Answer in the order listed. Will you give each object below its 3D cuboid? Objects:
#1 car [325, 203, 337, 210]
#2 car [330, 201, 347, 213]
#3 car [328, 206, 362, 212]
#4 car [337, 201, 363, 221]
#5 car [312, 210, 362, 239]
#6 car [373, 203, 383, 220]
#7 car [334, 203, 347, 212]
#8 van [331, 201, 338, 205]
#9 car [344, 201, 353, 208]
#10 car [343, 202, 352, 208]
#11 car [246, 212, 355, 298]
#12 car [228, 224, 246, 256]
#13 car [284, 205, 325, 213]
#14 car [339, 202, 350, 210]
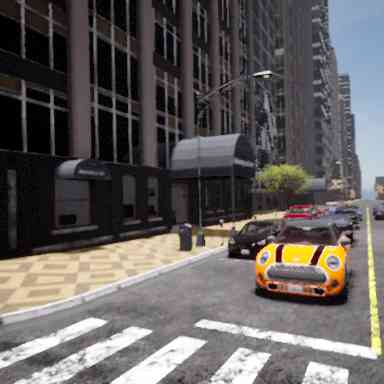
[{"bbox_3d":[13.143,2.192,33.763,1.967,1.590,4.097,-3,-2,28],"label":"car"},{"bbox_3d":[23.799,2.415,53.994,2.192,1.841,5.009,-3,-2,28],"label":"car"},{"bbox_3d":[12.041,2.079,26.043,1.837,1.490,4.892,-2,-1,28],"label":"car"},{"bbox_3d":[16.822,2.083,35.064,2.097,1.767,4.553,-2,-2,27],"label":"car"},{"bbox_3d":[7.625,1.922,17.666,2.128,1.511,4.902,-2,-2,28],"label":"car"},{"bbox_3d":[20.921,2.246,36.151,2.033,1.411,5.357,-2,-2,28],"label":"car"},{"bbox_3d":[26.304,2.707,58.734,1.752,1.417,4.829,-3,-2,28],"label":"car"},{"bbox_3d":[18.644,2.273,44.199,1.690,1.788,3.998,-3,-2,28],"label":"van"},{"bbox_3d":[39.192,3.128,83.220,1.752,1.417,4.829,-3,-2,28],"label":"car"},{"bbox_3d":[36.614,3.044,78.323,1.752,1.417,4.829,-3,-2,28],"label":"car"},{"bbox_3d":[3.359,1.642,9.541,2.097,1.767,4.553,-2,-2,27],"label":"car"},{"bbox_3d":[3.070,1.993,14.869,1.947,1.339,4.313,-3,-2,28],"label":"car"},{"bbox_3d":[7.904,1.900,24.015,2.192,1.841,5.009,-3,-2,28],"label":"car"},{"bbox_3d":[31.539,2.898,68.678,1.887,1.381,4.507,-3,-2,28],"label":"car"}]
